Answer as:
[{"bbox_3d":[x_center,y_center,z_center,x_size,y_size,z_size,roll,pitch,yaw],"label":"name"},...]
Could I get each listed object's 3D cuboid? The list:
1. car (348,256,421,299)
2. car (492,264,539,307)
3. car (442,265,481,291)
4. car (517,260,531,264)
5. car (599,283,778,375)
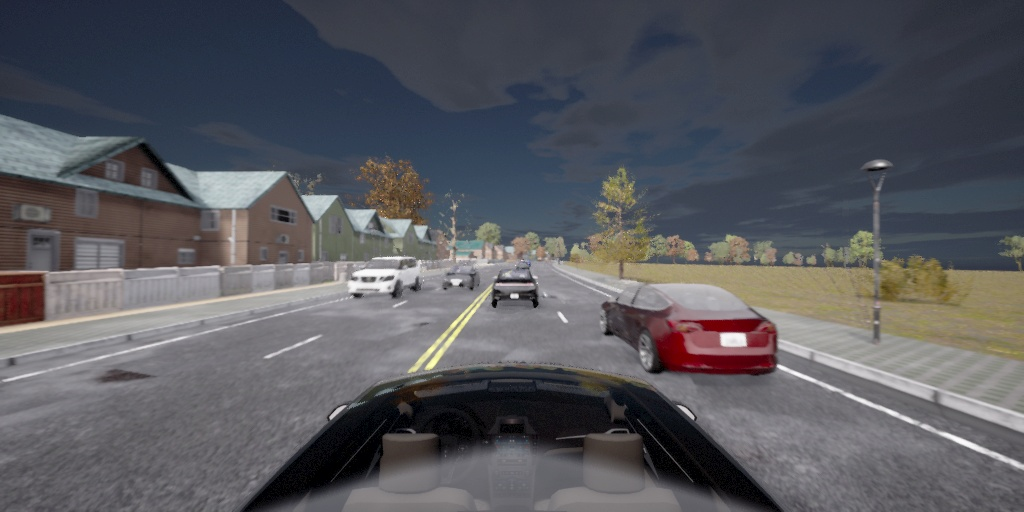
[{"bbox_3d":[-6.427,1.033,18.870,2.150,2.045,5.566,0,0,1],"label":"car"},{"bbox_3d":[0.146,1.298,15.879,2.128,1.511,4.902,0,0,1],"label":"car"},{"bbox_3d":[-3.083,1.321,22.576,2.128,1.511,4.902,0,0,2],"label":"car"},{"bbox_3d":[1.625,1.542,54.349,1.994,1.385,4.181,0,0,3],"label":"car"},{"bbox_3d":[3.261,1.281,7.597,2.163,1.488,4.792,0,0,0],"label":"car"}]
